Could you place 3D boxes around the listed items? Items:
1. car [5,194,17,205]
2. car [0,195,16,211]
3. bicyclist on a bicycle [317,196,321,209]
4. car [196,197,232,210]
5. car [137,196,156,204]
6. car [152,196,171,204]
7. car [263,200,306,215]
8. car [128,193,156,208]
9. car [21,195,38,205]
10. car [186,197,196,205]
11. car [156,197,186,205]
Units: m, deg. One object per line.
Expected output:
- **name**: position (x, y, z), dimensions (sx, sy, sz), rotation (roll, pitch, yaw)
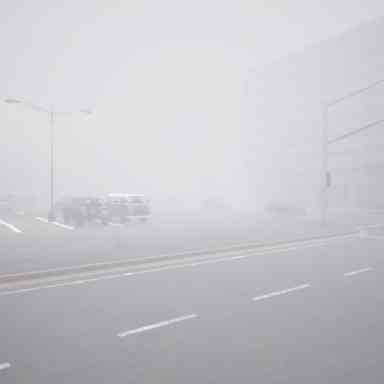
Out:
- **car**: position (-29.569, 1.212, 53.797), dimensions (1.905, 1.878, 3.866), rotation (0, 0, -35)
- **car**: position (-21.703, 1.451, 37.968), dimensions (1.970, 1.475, 3.806), rotation (0, 0, -35)
- **bicyclist on a bicycle**: position (16.620, 1.356, 42.913), dimensions (1.656, 1.620, 0.582), rotation (0, 0, -35)
- **car**: position (3.067, 1.408, 43.021), dimensions (2.097, 1.767, 4.553), rotation (0, 0, -35)
- **car**: position (-9.224, 1.581, 66.502), dimensions (1.812, 1.442, 4.674), rotation (0, 0, -35)
- **car**: position (-6.372, 1.619, 68.531), dimensions (1.994, 1.385, 4.181), rotation (0, 0, -35)
- **car**: position (9.406, 1.581, 34.141), dimensions (1.812, 1.442, 4.674), rotation (0, 0, -36)
- **car**: position (-8.813, 1.278, 59.877), dimensions (2.150, 2.045, 5.566), rotation (0, 0, -35)
- **car**: position (-27.173, 1.209, 55.422), dimensions (1.932, 1.855, 4.605), rotation (0, 0, -35)
- **car**: position (-0.972, 1.603, 61.035), dimensions (2.033, 1.411, 5.357), rotation (0, 0, -35)
- **car**: position (-3.828, 1.547, 59.011), dimensions (2.128, 1.511, 4.902), rotation (0, 0, -35)
